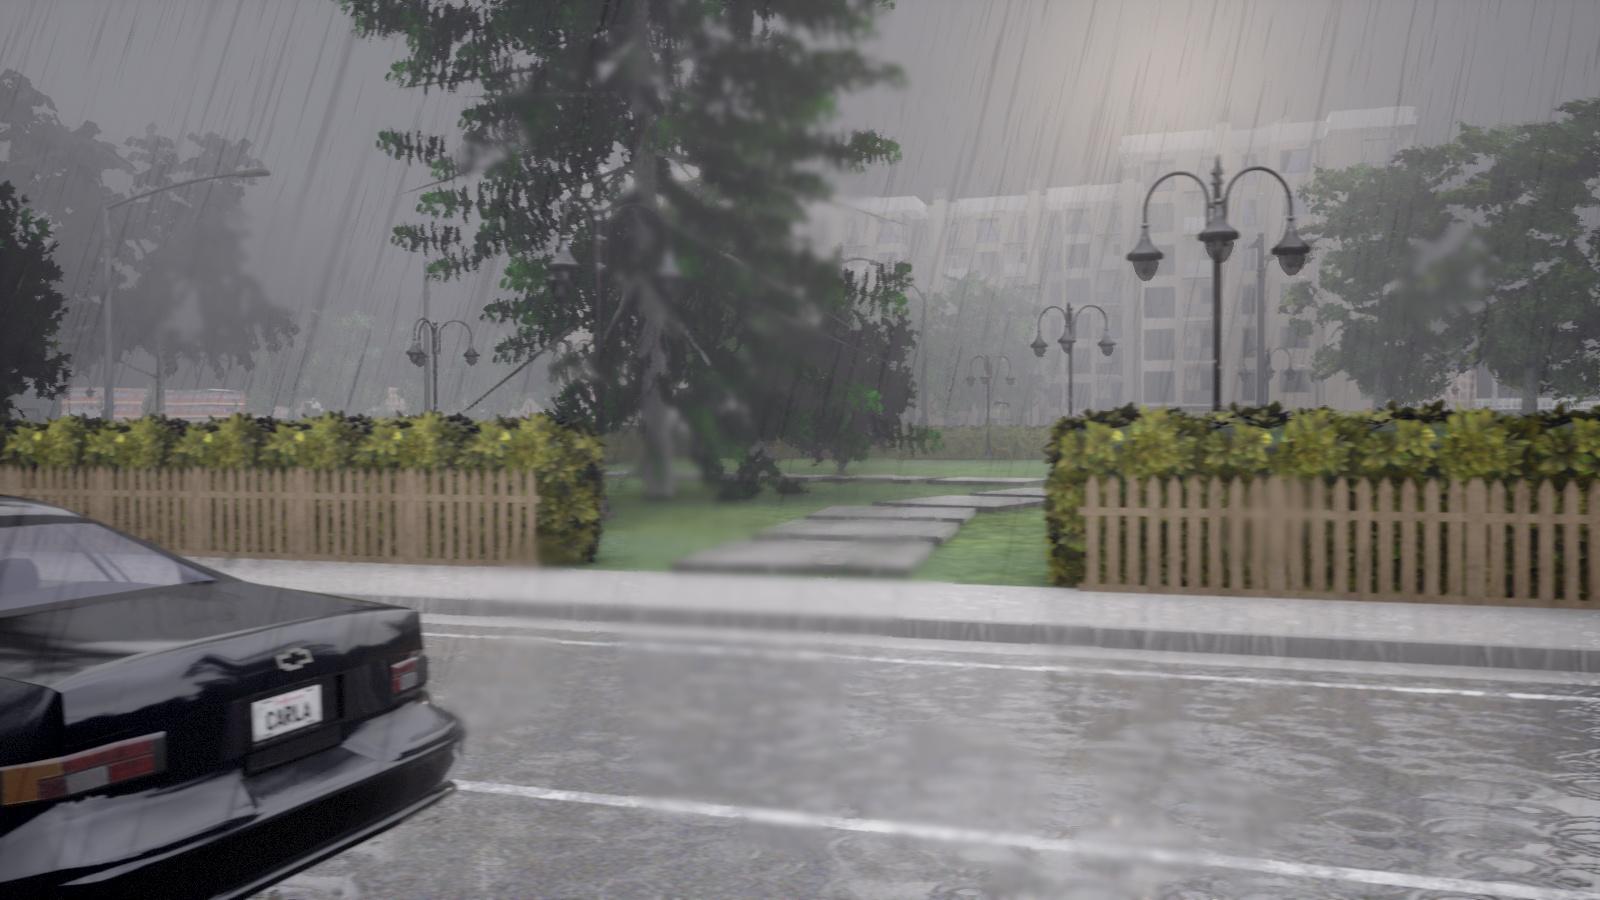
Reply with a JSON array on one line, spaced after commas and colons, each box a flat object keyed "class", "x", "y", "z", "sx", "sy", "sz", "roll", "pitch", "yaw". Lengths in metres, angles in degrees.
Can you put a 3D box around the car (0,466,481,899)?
[{"class": "car", "x": -4.048, "y": 0.786, "z": 4.556, "sx": 5.357, "sy": 1.411, "sz": 2.033, "roll": 1, "pitch": 1, "yaw": 19}]
